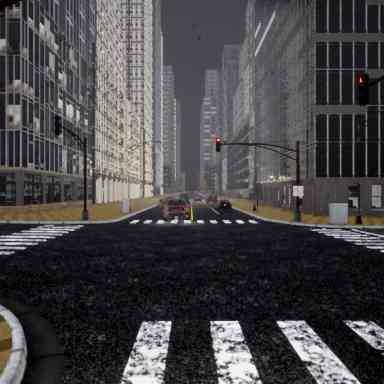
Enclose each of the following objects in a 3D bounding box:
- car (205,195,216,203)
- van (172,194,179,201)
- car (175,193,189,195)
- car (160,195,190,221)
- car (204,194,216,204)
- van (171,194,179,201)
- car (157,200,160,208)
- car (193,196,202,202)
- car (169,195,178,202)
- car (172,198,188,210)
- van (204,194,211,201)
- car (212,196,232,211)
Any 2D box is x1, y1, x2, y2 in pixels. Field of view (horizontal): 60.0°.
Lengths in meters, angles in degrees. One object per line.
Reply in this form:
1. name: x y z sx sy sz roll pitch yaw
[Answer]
1. car: 3.785 1.432 69.423 1.967 1.590 4.097 0 0 0
2. van: -4.159 1.315 85.975 1.690 1.788 3.998 0 0 0
3. car: -1.536 1.220 64.742 2.150 2.045 5.566 0 0 0
4. car: -1.284 1.371 27.521 2.097 1.767 4.553 0 0 -2
5. car: 3.807 1.313 63.894 2.192 1.841 5.009 0 0 0
6. van: -4.138 1.321 80.447 1.690 1.788 3.998 0 0 0
7. car: -4.010 1.592 47.281 1.802 1.307 4.206 0 0 0
8. car: 1.218 1.529 72.899 2.033 1.411 5.357 0 0 0
9. car: -4.116 1.426 74.920 1.967 1.590 4.097 0 0 0
10. car: -1.531 1.559 43.990 2.033 1.411 5.357 0 0 0
11. van: 3.742 1.321 80.478 1.690 1.788 3.998 0 0 0
12. car: 3.941 1.579 41.786 1.947 1.339 4.313 0 0 0
